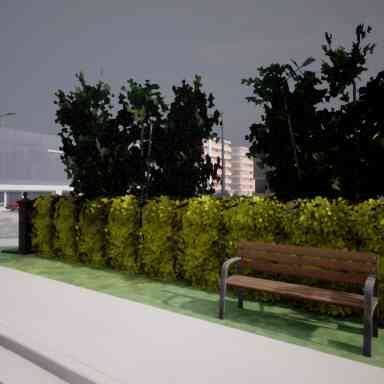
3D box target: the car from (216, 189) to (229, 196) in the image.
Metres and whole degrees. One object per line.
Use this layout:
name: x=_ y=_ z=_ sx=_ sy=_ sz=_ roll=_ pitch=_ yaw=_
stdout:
car: x=5.248 y=0.474 z=66.068 sx=2.150 sy=2.045 sz=5.566 roll=0 pitch=1 yaw=36

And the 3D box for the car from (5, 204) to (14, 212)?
car: x=-18.648 y=1.553 z=38.243 sx=1.895 sy=1.301 sz=4.718 roll=0 pitch=0 yaw=35

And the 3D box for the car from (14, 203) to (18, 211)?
car: x=-16.058 y=1.553 z=35.854 sx=1.895 sy=1.301 sz=4.718 roll=0 pitch=0 yaw=36
